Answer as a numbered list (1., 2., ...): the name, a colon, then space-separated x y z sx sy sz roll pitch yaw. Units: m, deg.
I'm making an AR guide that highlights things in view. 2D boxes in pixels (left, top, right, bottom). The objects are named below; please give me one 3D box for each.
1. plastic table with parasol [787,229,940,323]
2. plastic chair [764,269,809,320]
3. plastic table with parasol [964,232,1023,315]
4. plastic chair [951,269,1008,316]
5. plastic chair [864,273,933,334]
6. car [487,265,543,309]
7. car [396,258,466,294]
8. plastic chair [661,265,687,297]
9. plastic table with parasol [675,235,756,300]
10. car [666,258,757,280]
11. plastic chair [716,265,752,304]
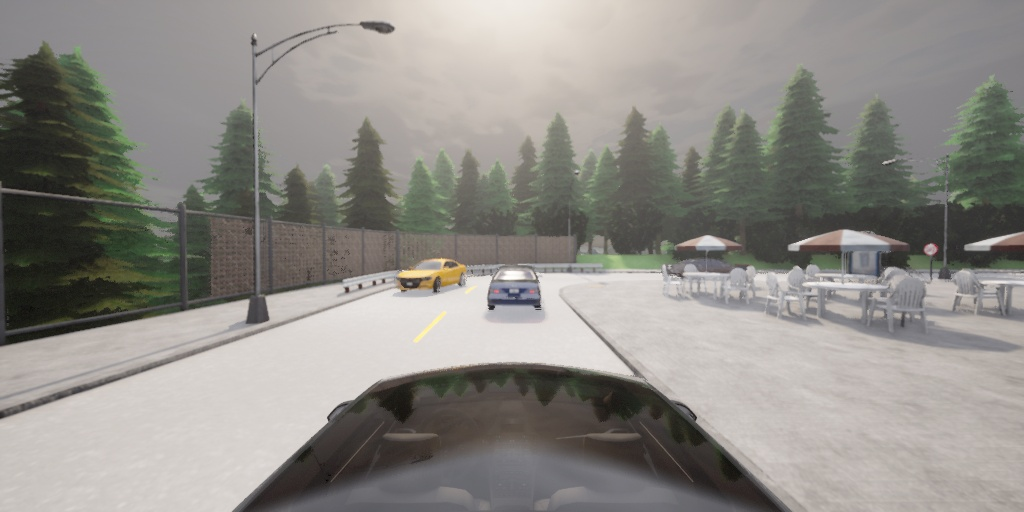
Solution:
1. plastic table with parasol: 9.241 0.503 10.045 2.482 2.480 2.482 0 0 0
2. plastic chair: 7.761 1.103 10.234 0.730 1.272 0.750 0 0 10
3. plastic table with parasol: 15.281 0.492 10.579 2.482 2.480 2.482 0 0 0
4. plastic chair: 13.981 1.091 10.798 0.730 1.272 0.750 0 0 10
5. plastic chair: 9.252 1.136 8.616 0.750 1.272 0.730 0 0 10
6. car: 0.170 1.055 13.393 2.033 1.411 5.357 0 1 2
7. car: -3.882 0.893 17.938 1.882 1.535 5.008 -1 1 13
8. plastic chair: 6.508 0.990 14.562 0.730 1.272 0.750 0 0 10
9. plastic table with parasol: 7.779 0.413 14.353 2.482 2.480 2.482 0 0 0
10. car: 13.030 0.839 23.824 5.357 1.411 2.033 0 1 4
11. plastic chair: 8.000 1.047 12.944 0.750 1.272 0.730 0 0 10
